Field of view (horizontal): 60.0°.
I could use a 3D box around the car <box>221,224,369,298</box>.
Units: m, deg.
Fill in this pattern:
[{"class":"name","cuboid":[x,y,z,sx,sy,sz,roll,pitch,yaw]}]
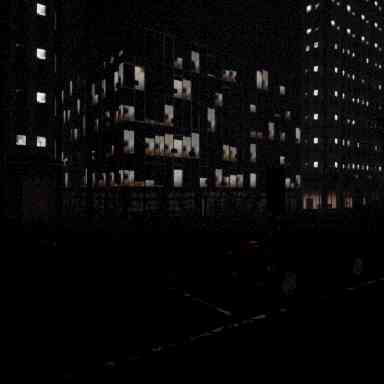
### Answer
[{"class":"car","cuboid":[2.756,1.545,8.530,4.507,1.381,1.887,0,0,-36]}]
